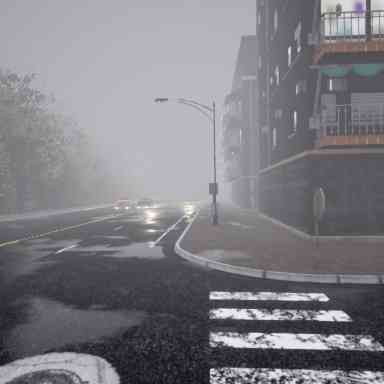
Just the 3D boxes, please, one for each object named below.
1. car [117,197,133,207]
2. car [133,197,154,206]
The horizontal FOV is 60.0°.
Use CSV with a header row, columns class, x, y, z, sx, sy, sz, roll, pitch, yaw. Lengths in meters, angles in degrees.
class,x,y,z,sx,sy,sz,roll,pitch,yaw
car,-10.681,1.525,53.810,1.882,1.535,5.008,-1,0,3
car,-7.435,1.551,53.623,2.033,1.411,5.357,-1,0,3
